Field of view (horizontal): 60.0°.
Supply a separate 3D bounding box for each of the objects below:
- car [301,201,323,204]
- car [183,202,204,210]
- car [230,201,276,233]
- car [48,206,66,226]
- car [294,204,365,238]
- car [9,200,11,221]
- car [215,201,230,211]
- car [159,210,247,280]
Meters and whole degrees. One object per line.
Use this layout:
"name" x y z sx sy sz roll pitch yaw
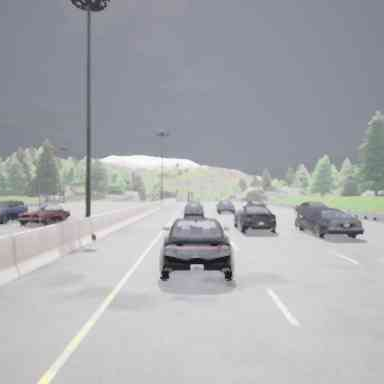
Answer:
"car" 10.676 1.594 29.893 1.837 1.490 4.892 0 0 0
"car" 0.177 1.624 30.299 2.033 1.411 5.357 0 0 0
"car" 3.651 1.521 19.936 1.882 1.535 5.008 0 0 0
"car" -10.456 1.640 23.833 1.895 1.301 4.718 0 0 0
"car" 7.142 1.588 17.877 2.033 1.411 5.357 0 0 0
"car" -13.948 1.388 24.486 2.097 1.767 4.553 0 0 0
"car" 3.697 1.654 37.207 2.033 1.411 5.357 0 0 0
"car" 0.122 1.497 9.946 2.128 1.511 4.902 0 0 0
